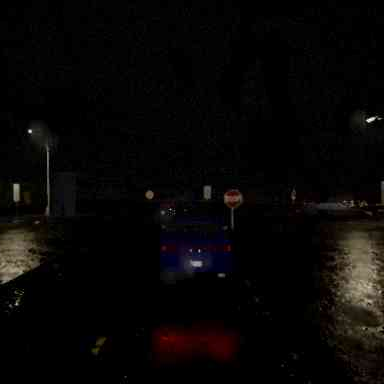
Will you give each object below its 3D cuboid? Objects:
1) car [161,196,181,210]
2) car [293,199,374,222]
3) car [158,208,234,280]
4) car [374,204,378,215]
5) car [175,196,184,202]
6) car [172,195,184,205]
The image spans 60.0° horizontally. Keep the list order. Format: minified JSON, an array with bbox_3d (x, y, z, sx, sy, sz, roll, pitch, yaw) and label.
[{"bbox_3d":[-2.842,1.534,42.370,1.994,1.385,4.181,0,0,0],"label":"car"},{"bbox_3d":[10.750,1.505,25.895,5.357,1.411,2.033,0,1,6],"label":"car"},{"bbox_3d":[0.098,1.474,10.004,1.882,1.535,5.008,0,0,0],"label":"car"},{"bbox_3d":[13.149,1.420,28.381,4.892,1.490,1.837,0,1,3],"label":"car"},{"bbox_3d":[-2.754,1.521,72.739,1.895,1.301,4.718,0,0,0],"label":"car"},{"bbox_3d":[-2.805,1.301,57.923,2.097,1.767,4.553,0,0,0],"label":"car"}]
